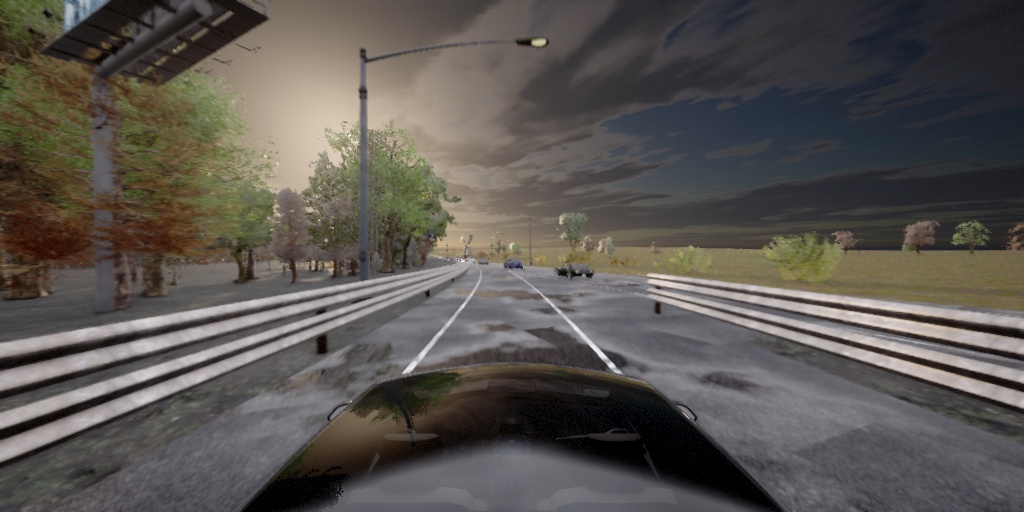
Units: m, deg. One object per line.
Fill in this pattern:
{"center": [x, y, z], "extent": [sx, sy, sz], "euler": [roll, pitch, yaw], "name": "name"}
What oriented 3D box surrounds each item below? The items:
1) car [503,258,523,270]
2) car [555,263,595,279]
{"center": [0.077, 1.083, 53.217], "extent": [2.097, 1.767, 4.553], "euler": [0, 0, -13], "name": "car"}
{"center": [5.273, 1.280, 30.905], "extent": [1.895, 1.301, 4.718], "euler": [0, 0, -13], "name": "car"}
